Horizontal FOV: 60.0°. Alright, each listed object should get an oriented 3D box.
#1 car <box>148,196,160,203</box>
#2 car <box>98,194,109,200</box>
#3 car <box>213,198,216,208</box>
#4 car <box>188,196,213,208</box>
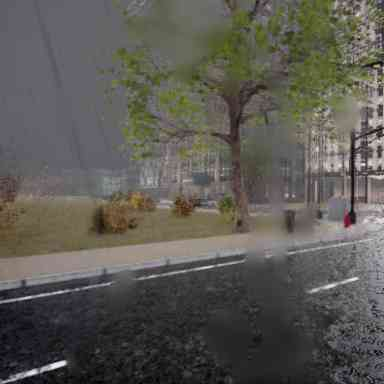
[{"bbox_3d":[-7.538,1.410,61.328,1.812,1.442,4.674,1,0,-34],"label":"car"},{"bbox_3d":[-23.124,1.355,90.500,2.033,1.411,5.357,1,0,-34],"label":"car"},{"bbox_3d":[2.708,1.469,45.833,1.895,1.301,4.718,1,0,-34],"label":"car"},{"bbox_3d":[0.148,1.320,43.814,2.128,1.511,4.902,1,0,-34],"label":"car"}]
